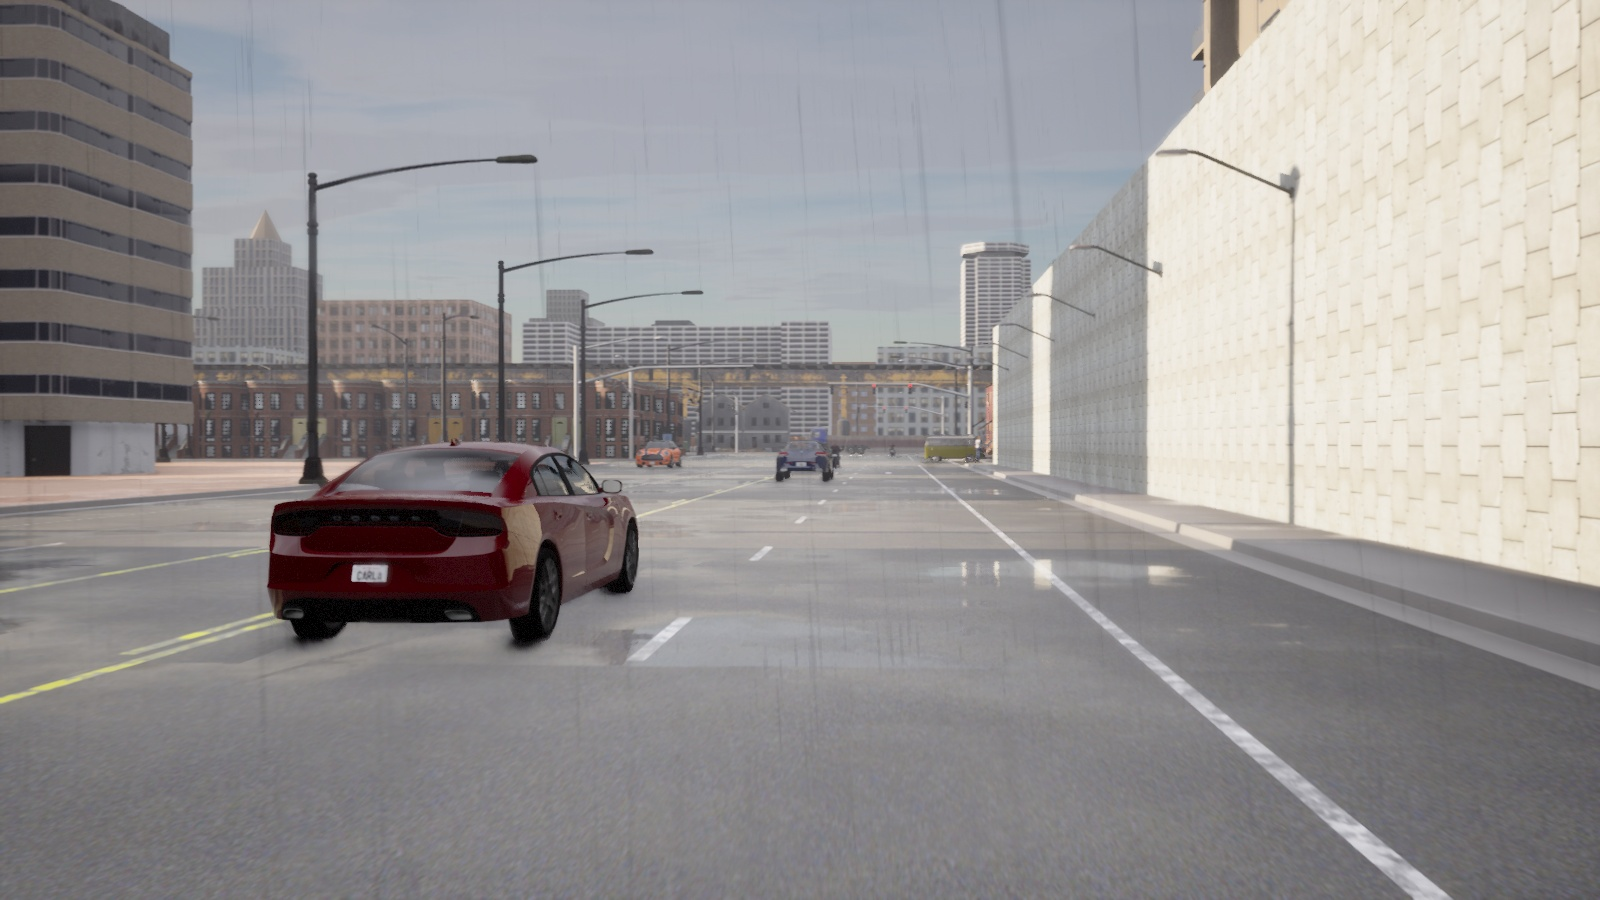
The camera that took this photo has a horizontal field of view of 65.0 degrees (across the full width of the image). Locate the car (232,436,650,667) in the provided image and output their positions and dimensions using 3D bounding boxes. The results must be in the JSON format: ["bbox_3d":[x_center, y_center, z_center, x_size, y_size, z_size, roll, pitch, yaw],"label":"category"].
[{"bbox_3d":[-2.715,0.659,10.911,1.882,1.535,5.008,0,0,4],"label":"car"}]

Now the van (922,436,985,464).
[{"bbox_3d":[11.334,-0.004,92.485,4.442,1.987,1.775,0,0,11],"label":"van"}]

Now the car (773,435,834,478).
[{"bbox_3d":[0.194,0.239,50.955,2.152,1.651,5.027,0,0,4],"label":"car"}]

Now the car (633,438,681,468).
[{"bbox_3d":[-8.557,0.171,75.436,2.097,1.767,4.553,0,0,4],"label":"car"}]
